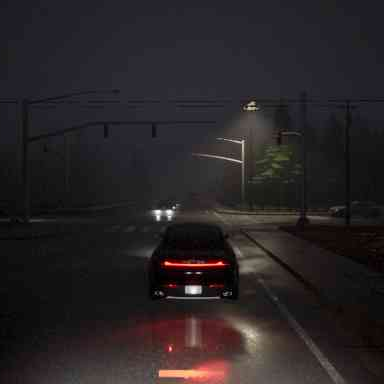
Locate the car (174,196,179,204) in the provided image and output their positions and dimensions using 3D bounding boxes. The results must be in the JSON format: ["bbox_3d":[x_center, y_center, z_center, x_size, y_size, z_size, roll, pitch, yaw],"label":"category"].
[{"bbox_3d":[-3.562,1.478,54.082,1.882,1.535,5.008,0,0,0],"label":"car"}]

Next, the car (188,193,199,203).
[{"bbox_3d":[0.314,1.224,70.429,2.150,2.045,5.566,0,0,2],"label":"car"}]

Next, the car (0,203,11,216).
[{"bbox_3d":[-18.911,1.552,30.143,4.674,1.442,1.812,0,0,1],"label":"car"}]

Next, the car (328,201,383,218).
[{"bbox_3d":[14.560,1.552,29.518,4.674,1.442,1.812,0,0,1],"label":"car"}]

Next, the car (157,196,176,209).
[{"bbox_3d":[-3.587,1.601,44.800,1.895,1.301,4.718,0,0,0],"label":"car"}]

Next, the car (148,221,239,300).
[{"bbox_3d":[0.050,1.501,8.396,1.837,1.490,4.892,0,0,1],"label":"car"}]

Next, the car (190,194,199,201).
[{"bbox_3d":[0.588,1.355,80.821,2.097,1.767,4.553,0,0,2],"label":"car"}]
